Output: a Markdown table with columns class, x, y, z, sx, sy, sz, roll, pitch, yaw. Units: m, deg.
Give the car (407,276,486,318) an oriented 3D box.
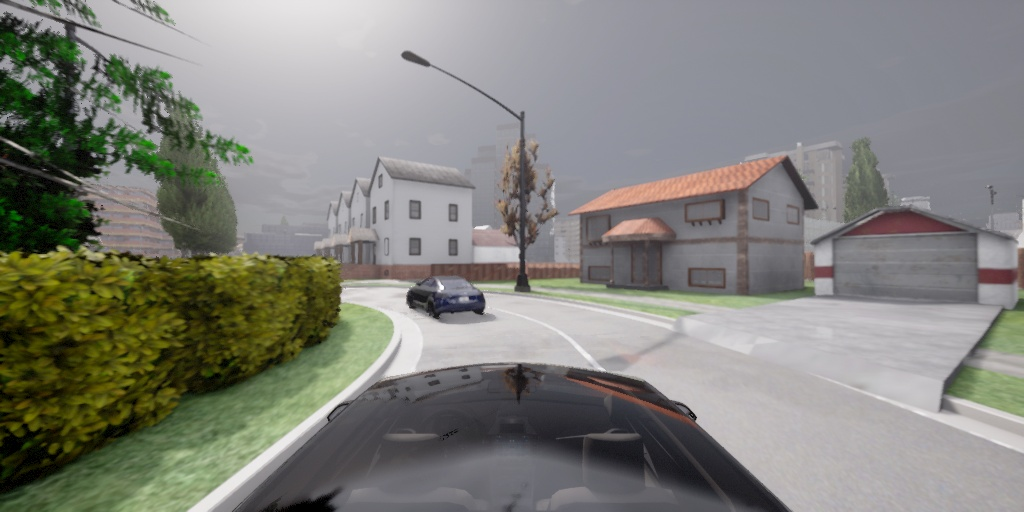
| class | x | y | z | sx | sy | sz | roll | pitch | yaw |
| --- | --- | --- | --- | --- | --- | --- | --- | --- | --- |
| car | -2.660 | 1.454 | 13.916 | 1.994 | 1.385 | 4.181 | 0 | -1 | -31 |
